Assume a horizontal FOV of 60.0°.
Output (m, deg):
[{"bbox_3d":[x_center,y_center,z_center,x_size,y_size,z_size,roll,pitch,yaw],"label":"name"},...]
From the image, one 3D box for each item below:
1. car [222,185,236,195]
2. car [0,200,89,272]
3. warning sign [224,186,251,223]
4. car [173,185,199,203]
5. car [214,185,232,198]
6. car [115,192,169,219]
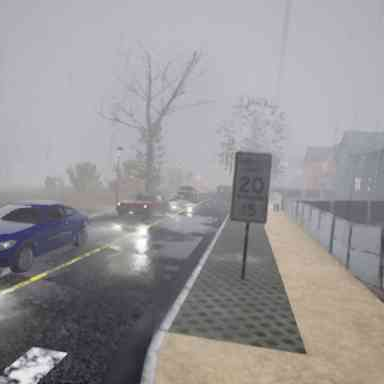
[{"bbox_3d":[6.119,-0.341,54.369,1.812,1.442,4.674,5,3,9],"label":"car"},{"bbox_3d":[-4.436,0.978,9.193,1.812,1.442,4.674,5,3,7],"label":"car"},{"bbox_3d":[2.523,0.678,18.474,1.300,1.860,1.060,5,3,9],"label":"warning sign"},{"bbox_3d":[-0.503,0.137,32.750,1.837,1.490,4.892,5,3,10],"label":"car"},{"bbox_3d":[4.093,-0.102,42.273,2.097,1.767,4.553,5,3,10],"label":"car"},{"bbox_3d":[-2.781,0.690,19.453,1.895,1.301,4.718,5,3,9],"label":"car"}]
